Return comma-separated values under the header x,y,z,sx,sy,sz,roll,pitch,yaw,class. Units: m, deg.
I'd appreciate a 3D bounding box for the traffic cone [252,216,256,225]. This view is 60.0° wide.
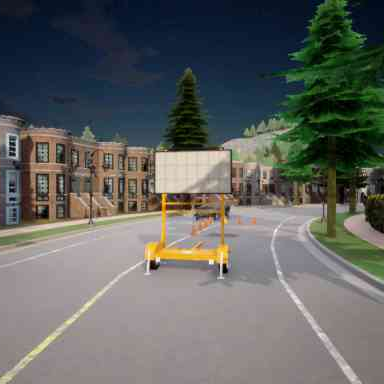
x,y,z,sx,sy,sz,roll,pitch,yaw,class
4.240,1.955,22.582,0.340,0.580,0.340,0,0,12,traffic cone

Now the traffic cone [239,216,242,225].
x,y,z,sx,sy,sz,roll,pitch,yaw,class
3.263,1.954,22.789,0.340,0.580,0.340,0,0,12,traffic cone

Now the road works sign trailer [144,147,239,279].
x,y,z,sx,sy,sz,roll,pitch,yaw,class
0.057,0.464,10.180,2.380,3.560,2.880,0,0,12,road works sign trailer

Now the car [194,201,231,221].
x,y,z,sx,sy,sz,roll,pitch,yaw,class
1.721,1.505,27.256,1.837,1.490,4.892,-1,0,27,car
